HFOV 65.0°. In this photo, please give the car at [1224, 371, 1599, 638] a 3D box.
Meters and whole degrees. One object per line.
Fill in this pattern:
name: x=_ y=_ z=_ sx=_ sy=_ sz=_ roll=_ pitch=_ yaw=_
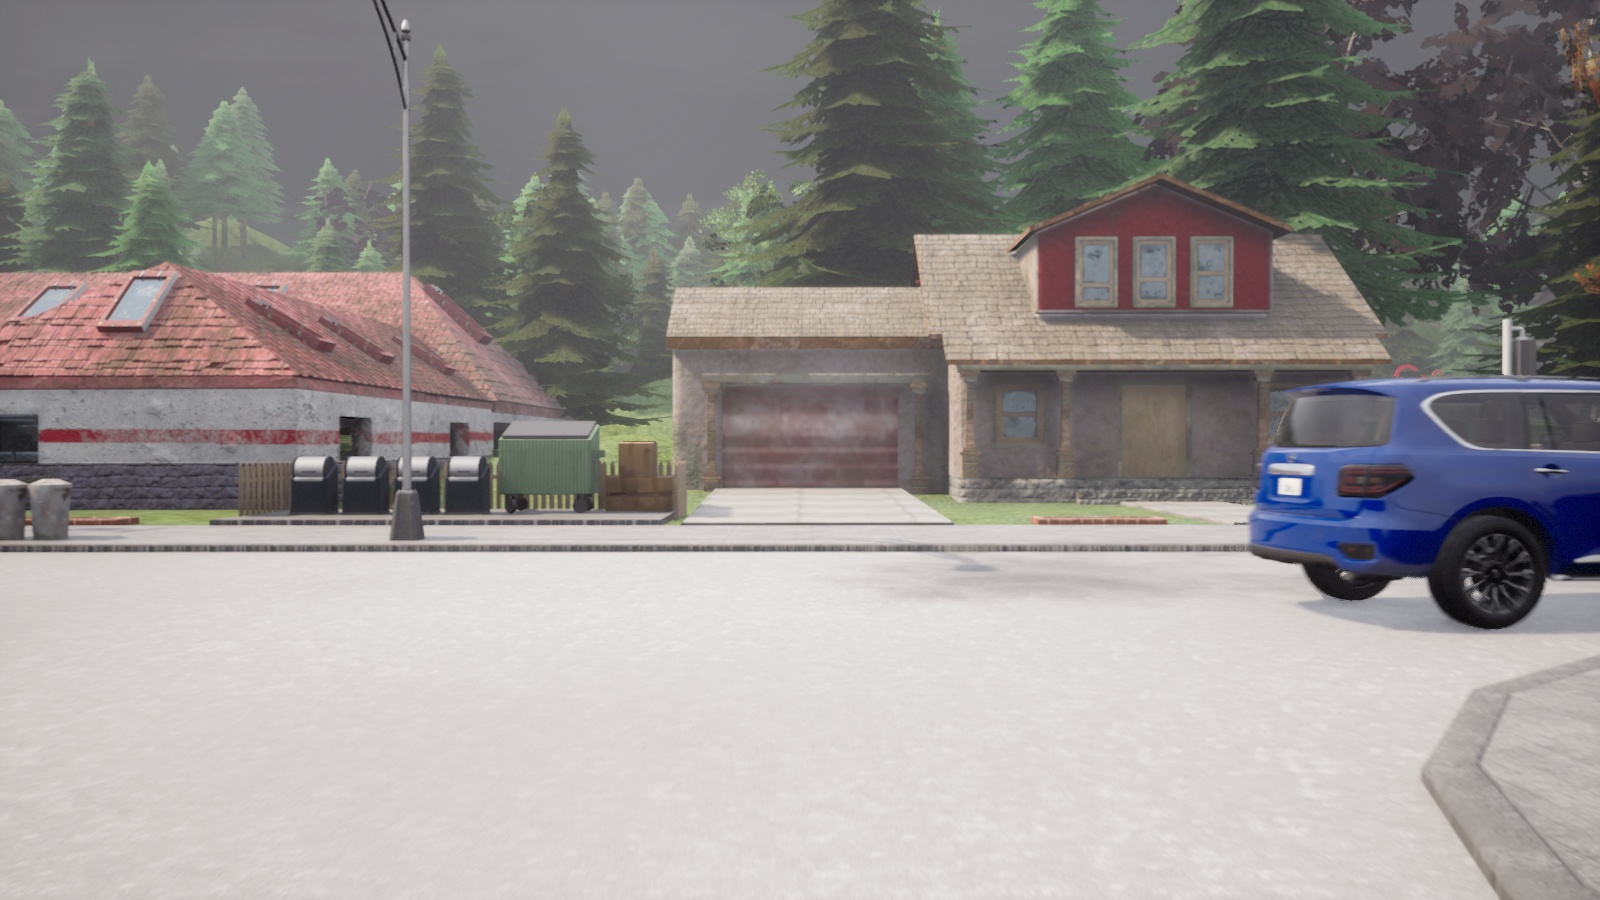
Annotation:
car: x=6.879 y=0.409 z=11.121 sx=5.566 sy=2.045 sz=2.150 roll=0 pitch=0 yaw=-9
